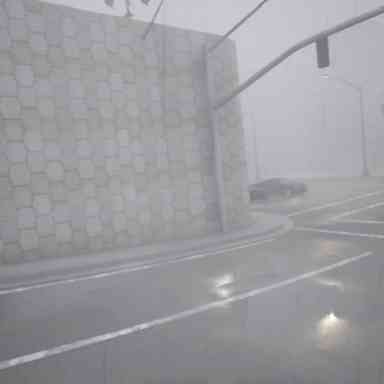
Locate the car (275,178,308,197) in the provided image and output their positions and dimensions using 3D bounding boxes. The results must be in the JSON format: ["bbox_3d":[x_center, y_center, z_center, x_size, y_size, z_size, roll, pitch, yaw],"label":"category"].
[{"bbox_3d":[7.420,-0.454,28.378,1.882,1.535,5.008,-9,5,-35],"label":"car"}]

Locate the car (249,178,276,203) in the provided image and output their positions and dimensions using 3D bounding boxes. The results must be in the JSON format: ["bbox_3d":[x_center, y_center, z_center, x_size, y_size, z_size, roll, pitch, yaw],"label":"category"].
[{"bbox_3d":[4.022,-0.017,27.160,1.882,1.535,5.008,-9,5,-35],"label":"car"}]
